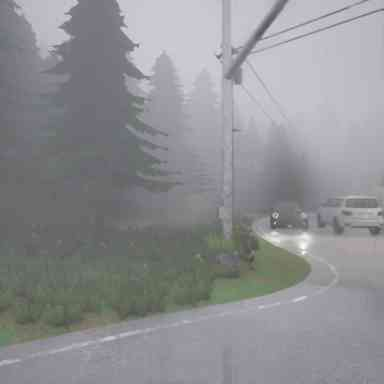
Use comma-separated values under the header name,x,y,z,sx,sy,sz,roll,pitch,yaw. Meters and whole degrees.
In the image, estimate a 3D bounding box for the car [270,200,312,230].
name,x,y,z,sx,sy,sz,roll,pitch,yaw
car,6.044,1.367,21.106,2.097,1.767,4.553,0,0,12

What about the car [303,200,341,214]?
name,x,y,z,sx,sy,sz,roll,pitch,yaw
car,14.264,1.604,36.373,4.718,1.301,1.895,0,0,-40

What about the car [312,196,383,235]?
name,x,y,z,sx,sy,sz,roll,pitch,yaw
car,8.888,1.235,19.175,2.150,2.045,5.566,0,0,6
